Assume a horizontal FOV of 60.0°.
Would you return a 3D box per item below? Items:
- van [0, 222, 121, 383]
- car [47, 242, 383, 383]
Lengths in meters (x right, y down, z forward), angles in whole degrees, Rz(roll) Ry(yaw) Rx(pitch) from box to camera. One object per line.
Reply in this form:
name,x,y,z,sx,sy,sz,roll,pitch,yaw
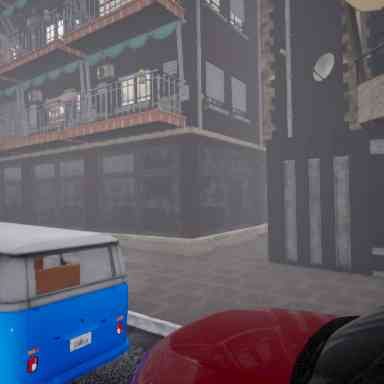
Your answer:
van,-2.683,1.343,4.588,3.998,1.788,1.690,0,-1,35
car,1.840,1.315,1.403,5.009,1.841,2.192,0,-1,35
